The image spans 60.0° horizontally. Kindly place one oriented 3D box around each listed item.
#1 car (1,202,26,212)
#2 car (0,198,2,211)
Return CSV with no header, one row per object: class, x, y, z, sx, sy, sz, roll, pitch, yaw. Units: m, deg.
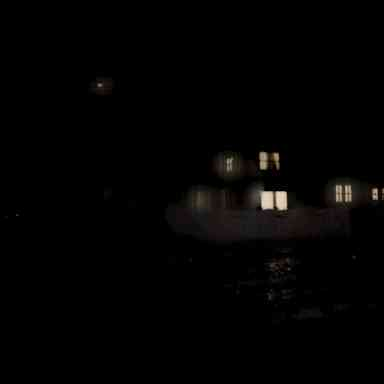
car,-25.224,2.074,47.759,2.033,1.411,5.357,0,-1,-17
car,-28.313,1.747,46.749,2.150,2.045,5.566,0,-1,-17
